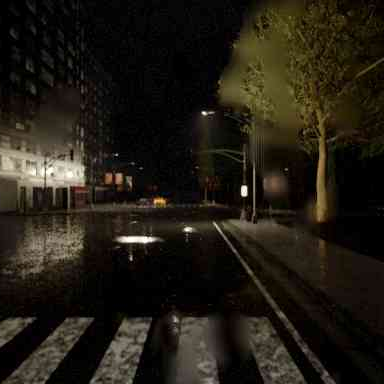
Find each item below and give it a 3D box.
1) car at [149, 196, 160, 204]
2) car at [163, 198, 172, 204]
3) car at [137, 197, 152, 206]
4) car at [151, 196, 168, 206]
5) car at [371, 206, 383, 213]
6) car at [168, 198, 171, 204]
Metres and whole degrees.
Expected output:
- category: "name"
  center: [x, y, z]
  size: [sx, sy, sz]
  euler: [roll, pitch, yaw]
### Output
- category: "car"
  center: [-9.608, 1.955, 85.996]
  size: [2.150, 2.045, 5.566]
  euler: [0, -1, 0]
- category: "car"
  center: [-6.357, 2.259, 86.254]
  size: [1.812, 1.442, 4.674]
  euler: [0, -1, 0]
- category: "car"
  center: [-9.642, 2.004, 65.722]
  size: [1.994, 1.385, 4.181]
  euler: [0, -1, 0]
- category: "car"
  center: [-6.392, 1.922, 66.051]
  size: [1.882, 1.535, 5.008]
  euler: [0, -1, 0]
- category: "car"
  center: [41.732, 3.908, 74.527]
  size: [1.837, 1.490, 4.892]
  euler: [0, -3, 45]
- category: "car"
  center: [-6.375, 2.122, 76.051]
  size: [2.033, 1.411, 5.357]
  euler: [0, -1, 0]
